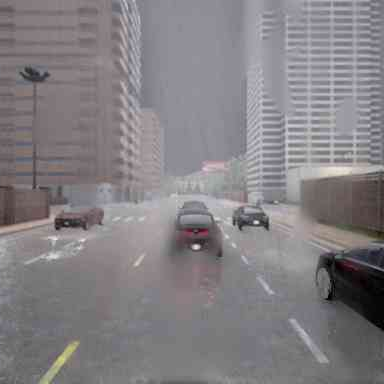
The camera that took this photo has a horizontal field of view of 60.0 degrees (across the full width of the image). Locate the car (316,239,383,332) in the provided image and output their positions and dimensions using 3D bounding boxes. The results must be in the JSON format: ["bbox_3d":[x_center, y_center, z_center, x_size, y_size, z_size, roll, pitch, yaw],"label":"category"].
[{"bbox_3d":[3.621,1.500,5.406,2.128,1.511,4.902,0,0,0],"label":"car"}]

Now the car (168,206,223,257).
[{"bbox_3d":[0.128,1.519,13.011,1.837,1.490,4.892,0,0,0],"label":"car"}]

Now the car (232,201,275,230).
[{"bbox_3d":[3.644,1.552,21.025,1.812,1.442,4.674,0,0,1],"label":"car"}]

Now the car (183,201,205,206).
[{"bbox_3d":[0.111,1.378,22.110,2.097,1.767,4.553,0,0,-1],"label":"car"}]

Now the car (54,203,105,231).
[{"bbox_3d":[-6.973,1.501,21.057,1.882,1.535,5.008,0,0,0],"label":"car"}]
